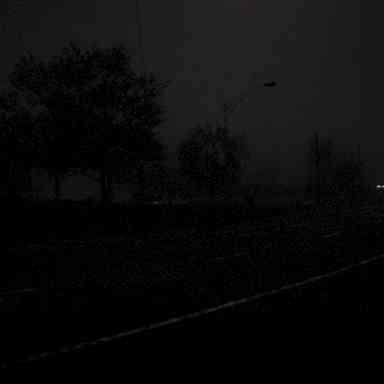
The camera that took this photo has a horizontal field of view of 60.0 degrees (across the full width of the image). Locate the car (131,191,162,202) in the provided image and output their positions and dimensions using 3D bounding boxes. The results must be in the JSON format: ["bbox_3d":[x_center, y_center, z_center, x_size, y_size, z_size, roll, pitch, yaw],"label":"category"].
[{"bbox_3d":[-6.729,0.561,49.579,5.008,1.535,1.882,1,4,30],"label":"car"}]

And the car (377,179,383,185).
[{"bbox_3d":[46.819,-2.426,82.226,2.128,1.511,4.902,-2,2,27],"label":"car"}]
